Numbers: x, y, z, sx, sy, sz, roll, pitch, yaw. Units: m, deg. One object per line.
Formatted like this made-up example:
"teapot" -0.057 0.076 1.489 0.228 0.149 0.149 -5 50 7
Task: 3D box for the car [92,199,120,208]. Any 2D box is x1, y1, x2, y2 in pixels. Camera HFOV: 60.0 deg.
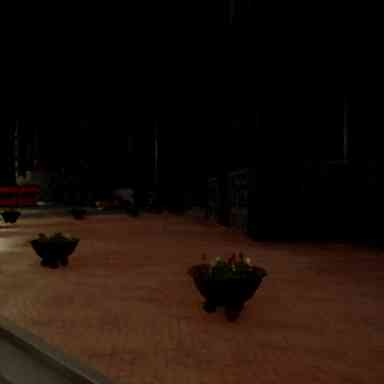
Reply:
"car" -14.471 1.897 56.256 1.882 1.535 5.008 0 -1 39
